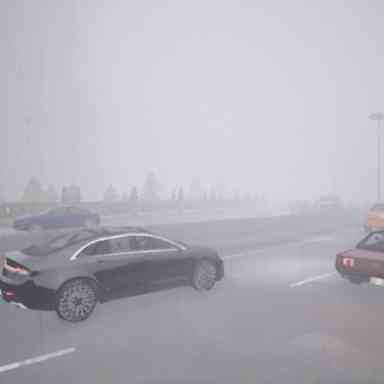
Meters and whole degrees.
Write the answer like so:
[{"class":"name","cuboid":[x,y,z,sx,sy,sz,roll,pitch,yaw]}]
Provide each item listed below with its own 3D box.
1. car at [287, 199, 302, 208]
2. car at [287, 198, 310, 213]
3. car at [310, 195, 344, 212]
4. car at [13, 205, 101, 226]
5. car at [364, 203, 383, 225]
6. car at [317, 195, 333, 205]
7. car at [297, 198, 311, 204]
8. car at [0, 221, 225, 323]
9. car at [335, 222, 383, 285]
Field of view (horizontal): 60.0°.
[{"class":"car","cuboid":[16.519,1.826,53.411,1.812,1.442,4.674,0,-1,23]},{"class":"car","cuboid":[12.717,1.668,38.524,2.128,1.511,4.902,0,0,32]},{"class":"car","cuboid":[14.239,1.365,34.398,2.150,2.045,5.566,0,0,34]},{"class":"car","cuboid":[-8.022,1.565,20.137,5.008,1.535,1.882,0,0,-40]},{"class":"car","cuboid":[11.953,1.412,19.818,2.097,1.767,4.553,0,0,42]},{"class":"car","cuboid":[29.100,1.697,72.927,2.150,2.045,5.566,0,-1,9]},{"class":"car","cuboid":[26.153,2.073,77.940,2.128,1.511,4.902,0,-1,6]},{"class":"car","cuboid":[-1.420,1.519,7.299,4.902,1.511,2.128,0,0,-38]},{"class":"car","cuboid":[5.642,1.620,8.559,4.718,1.301,1.895,0,0,-41]}]
